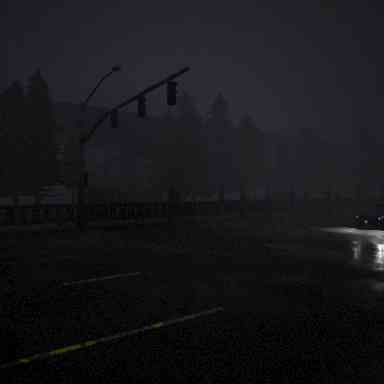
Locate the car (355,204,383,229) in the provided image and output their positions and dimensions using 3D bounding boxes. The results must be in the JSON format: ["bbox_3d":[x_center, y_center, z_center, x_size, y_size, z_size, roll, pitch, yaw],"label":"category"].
[{"bbox_3d":[12.365,1.526,21.369,4.674,1.442,1.812,0,0,-36],"label":"car"}]
